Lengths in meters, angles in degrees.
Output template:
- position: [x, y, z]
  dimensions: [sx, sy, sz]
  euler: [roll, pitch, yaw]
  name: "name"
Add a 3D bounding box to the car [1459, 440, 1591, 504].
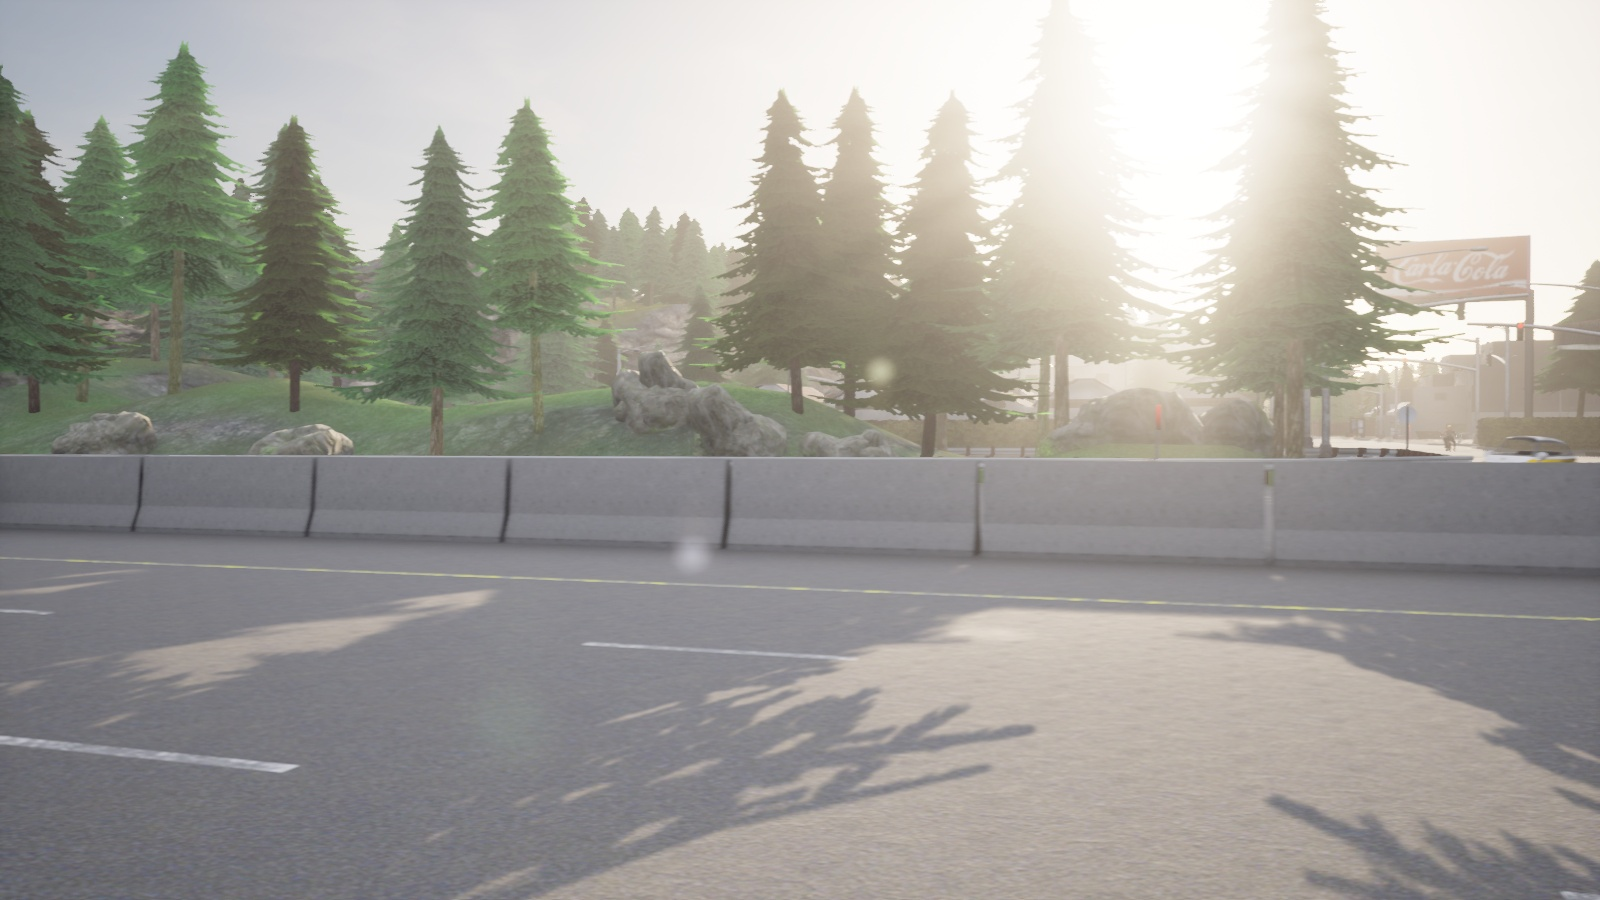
- position: [16.484, 0.486, 28.589]
  dimensions: [2.207, 1.376, 1.481]
  euler: [0, 2, -20]
  name: "car"
